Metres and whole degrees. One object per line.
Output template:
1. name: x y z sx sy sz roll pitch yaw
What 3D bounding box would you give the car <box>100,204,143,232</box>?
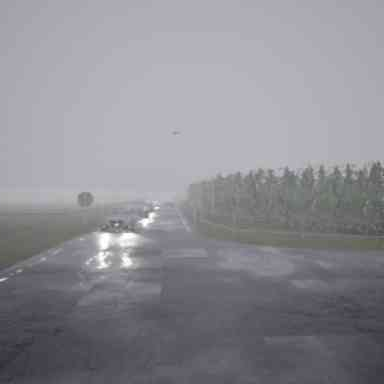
1. car: -4.423 1.692 20.960 1.994 1.385 4.181 1 -1 -4

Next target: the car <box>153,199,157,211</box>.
1. car: -5.936 1.899 43.194 1.895 1.301 4.718 1 0 -4

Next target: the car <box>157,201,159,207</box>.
1. car: -6.956 1.958 59.469 1.812 1.442 4.674 1 0 -4

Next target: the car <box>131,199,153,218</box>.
1. car: -5.214 1.570 32.600 2.097 1.767 4.553 1 0 -4

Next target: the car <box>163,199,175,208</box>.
1. car: -3.889 1.961 56.405 1.812 1.442 4.674 1 0 -4
